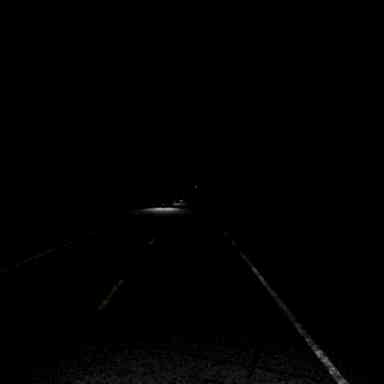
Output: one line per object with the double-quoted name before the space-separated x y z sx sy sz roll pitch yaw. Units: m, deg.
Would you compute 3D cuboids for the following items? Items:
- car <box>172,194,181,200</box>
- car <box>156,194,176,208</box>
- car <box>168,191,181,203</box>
"car" -3.432 1.130 76.070 1.812 1.442 4.674 0 0 0
"car" -3.548 1.344 43.332 1.994 1.385 4.181 0 0 0
"car" -3.480 0.920 60.516 2.150 2.045 5.566 0 0 1
